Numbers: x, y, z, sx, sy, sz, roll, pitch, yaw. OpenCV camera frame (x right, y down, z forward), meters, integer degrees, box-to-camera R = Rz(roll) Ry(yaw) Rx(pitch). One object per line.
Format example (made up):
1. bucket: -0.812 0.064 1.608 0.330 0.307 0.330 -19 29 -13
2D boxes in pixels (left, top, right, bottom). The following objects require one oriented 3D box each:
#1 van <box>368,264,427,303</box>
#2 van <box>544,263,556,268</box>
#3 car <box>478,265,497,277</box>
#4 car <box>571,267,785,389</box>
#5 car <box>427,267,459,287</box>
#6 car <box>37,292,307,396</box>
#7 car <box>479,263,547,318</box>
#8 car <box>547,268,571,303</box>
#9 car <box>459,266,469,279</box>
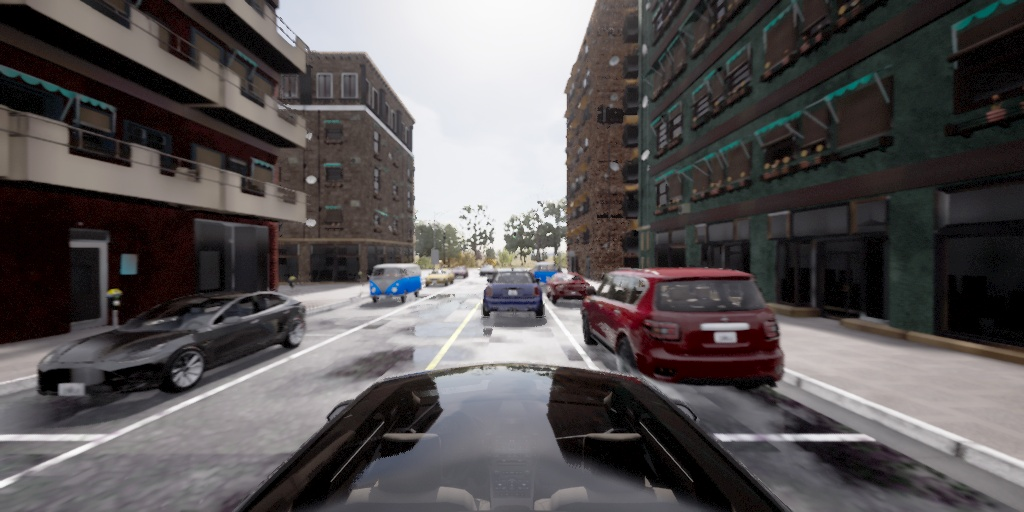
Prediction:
1. van: -5.688 1.299 17.860 1.690 1.789 3.998 0 0 0
2. van: 2.693 1.440 28.956 1.690 1.789 3.998 0 0 0
3. car: -3.016 1.851 45.099 2.033 1.411 5.357 0 -1 0
4. car: 2.691 1.131 6.860 2.192 1.841 5.009 0 0 0
5. car: -5.687 1.624 28.738 1.751 1.417 4.829 0 0 0
6. car: -5.690 1.382 6.812 1.948 1.339 4.313 0 0 0
7. car: 0.048 1.260 13.979 2.097 1.767 4.553 0 -1 1
8. car: 2.692 1.504 17.908 1.888 1.381 4.507 0 0 0
9. car: -5.783 1.821 39.949 1.802 1.307 4.207 0 0 0
